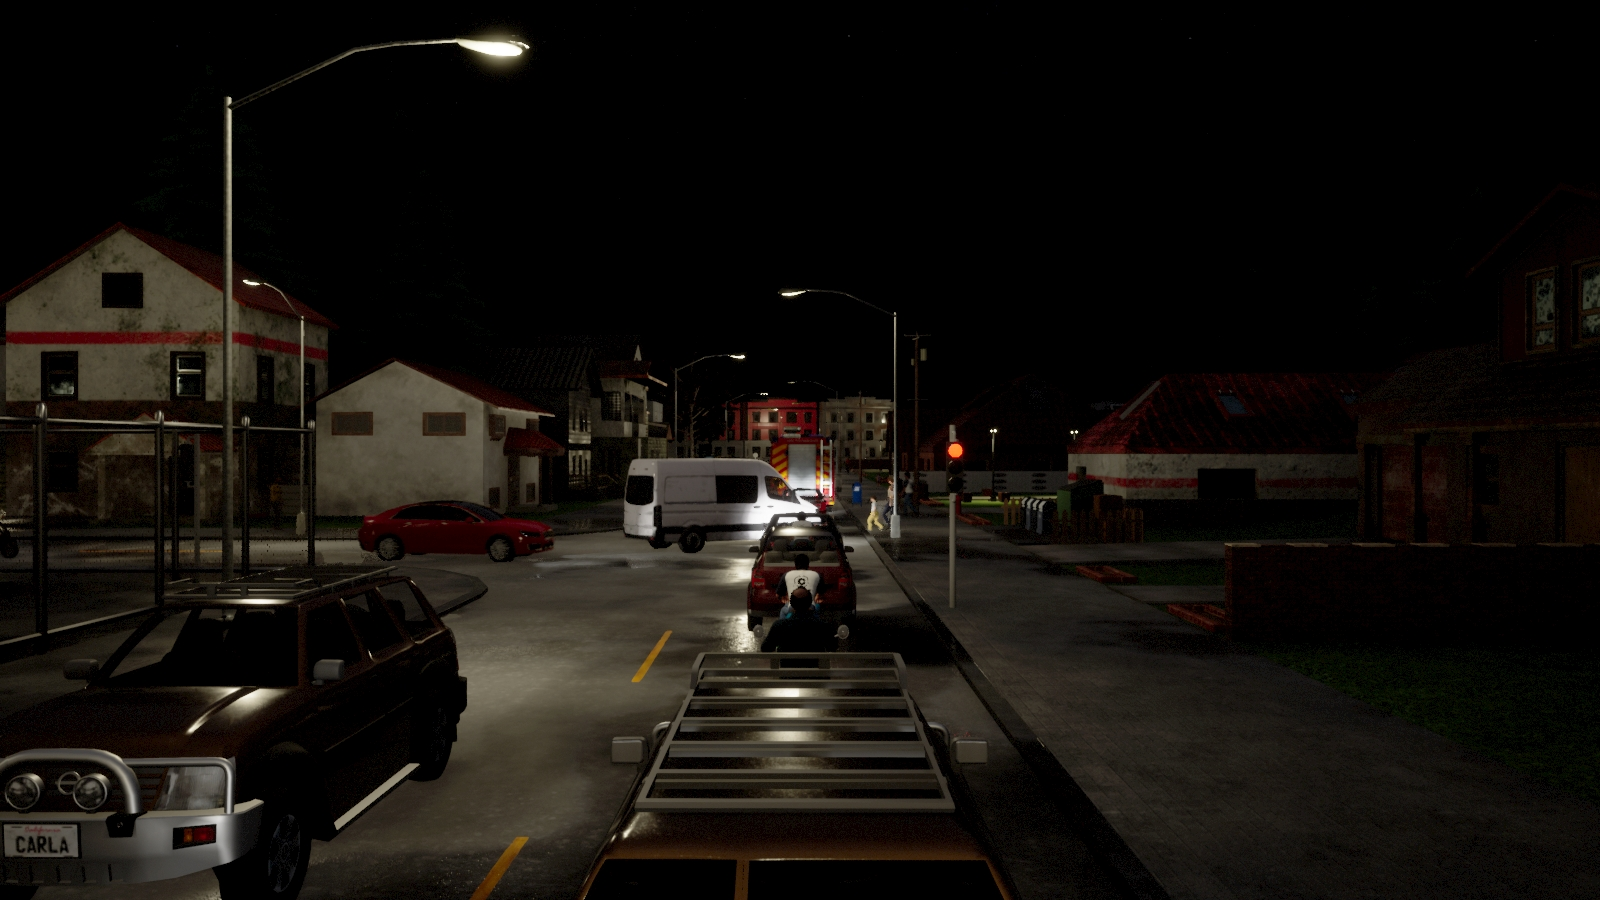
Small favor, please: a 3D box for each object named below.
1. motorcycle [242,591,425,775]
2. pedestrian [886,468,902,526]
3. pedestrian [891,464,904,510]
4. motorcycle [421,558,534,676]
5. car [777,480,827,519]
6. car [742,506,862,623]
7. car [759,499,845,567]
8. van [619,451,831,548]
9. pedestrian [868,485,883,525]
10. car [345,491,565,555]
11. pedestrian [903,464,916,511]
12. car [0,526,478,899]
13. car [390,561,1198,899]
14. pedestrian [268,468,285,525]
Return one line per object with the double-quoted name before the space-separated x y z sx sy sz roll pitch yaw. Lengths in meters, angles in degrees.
"motorcycle" -3.994 1.958 9.954 0.856 1.236 1.805 0 0 0
"pedestrian" 3.021 1.512 36.804 0.375 1.860 0.375 0 0 43
"pedestrian" 3.979 1.506 46.649 0.375 1.860 0.375 0 0 -35
"motorcycle" -3.894 1.987 13.966 0.803 1.145 2.033 0 0 0
"car" 0.079 1.918 45.175 1.895 1.301 4.718 0 0 0
"car" 0.027 1.798 18.824 1.789 1.549 3.705 0 0 0
"car" 0.043 1.924 27.447 1.895 1.301 4.718 0 0 0
"van" -2.053 1.302 32.661 5.915 2.561 1.988 0 0 -36
"pedestrian" 2.462 1.790 37.212 0.375 1.300 0.375 0 0 32
"car" -8.729 1.830 29.159 4.892 1.480 2.231 0 0 7
"pedestrian" 4.397 1.507 45.854 0.375 1.860 0.375 0 0 40
"car" -3.983 1.640 8.349 1.932 1.855 4.605 0 0 0
"car" -0.006 1.641 5.035 1.932 1.855 4.605 0 0 0
"pedestrian" -17.188 1.510 37.498 0.375 1.860 0.375 0 0 3
